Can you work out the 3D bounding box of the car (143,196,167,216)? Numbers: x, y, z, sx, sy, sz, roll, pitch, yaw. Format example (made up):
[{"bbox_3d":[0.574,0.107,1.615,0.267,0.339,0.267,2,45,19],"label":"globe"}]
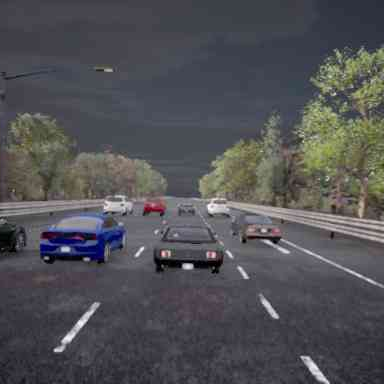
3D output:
[{"bbox_3d":[-4.051,1.525,36.763,2.150,2.045,5.566,2,-1,-1],"label":"car"}]

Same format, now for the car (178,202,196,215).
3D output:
[{"bbox_3d":[-0.608,1.934,39.507,2.128,1.511,4.902,2,-1,-1],"label":"car"}]

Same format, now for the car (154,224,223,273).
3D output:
[{"bbox_3d":[-0.128,1.718,11.084,1.895,1.301,4.718,2,-1,-1],"label":"car"}]

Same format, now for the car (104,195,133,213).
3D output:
[{"bbox_3d":[-7.512,1.390,34.362,2.150,2.045,5.566,2,-1,-1],"label":"car"}]

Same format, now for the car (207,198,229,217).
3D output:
[{"bbox_3d":[2.928,1.750,37.769,2.150,2.045,5.566,2,0,-1],"label":"car"}]

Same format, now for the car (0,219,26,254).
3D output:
[{"bbox_3d":[-7.106,1.249,10.412,2.097,1.767,4.553,2,-1,-1],"label":"car"}]

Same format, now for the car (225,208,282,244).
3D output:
[{"bbox_3d":[3.254,1.842,17.744,2.033,1.411,5.357,2,-1,-1],"label":"car"}]

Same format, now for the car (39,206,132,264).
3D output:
[{"bbox_3d":[-3.639,1.498,11.950,1.882,1.535,5.008,2,0,-1],"label":"car"}]
